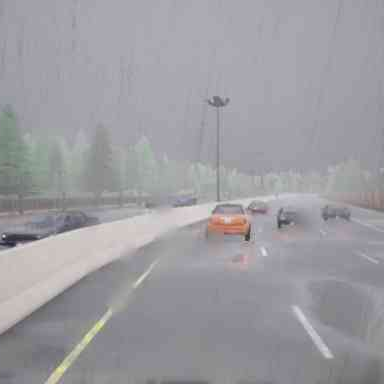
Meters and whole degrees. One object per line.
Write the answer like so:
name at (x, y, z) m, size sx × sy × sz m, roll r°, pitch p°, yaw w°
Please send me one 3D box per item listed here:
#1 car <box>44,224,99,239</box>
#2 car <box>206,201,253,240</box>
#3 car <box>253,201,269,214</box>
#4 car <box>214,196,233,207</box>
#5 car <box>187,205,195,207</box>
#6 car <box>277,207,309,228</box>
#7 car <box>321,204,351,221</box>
car at (-5.833, 1.524, 14.587) m, size 2.033 × 1.411 × 5.357 m, roll 0°, pitch 0°, yaw 8°
car at (2.015, 1.364, 17.402) m, size 2.097 × 1.767 × 4.553 m, roll 0°, pitch 0°, yaw 10°
car at (7.115, 1.603, 35.902) m, size 1.994 × 1.385 × 4.181 m, roll 0°, pitch 0°, yaw 17°
car at (5.115, 1.511, 53.310) m, size 1.882 × 1.535 × 5.008 m, roll 0°, pitch 0°, yaw 18°
car at (-0.961, 1.226, 45.834) m, size 2.150 × 2.045 × 5.566 m, roll 0°, pitch 0°, yaw 18°
car at (6.698, 1.636, 22.420) m, size 1.895 × 1.301 × 4.718 m, roll 0°, pitch 0°, yaw 14°
car at (11.886, 1.660, 27.794) m, size 1.895 × 1.301 × 4.718 m, roll 0°, pitch 0°, yaw 17°
